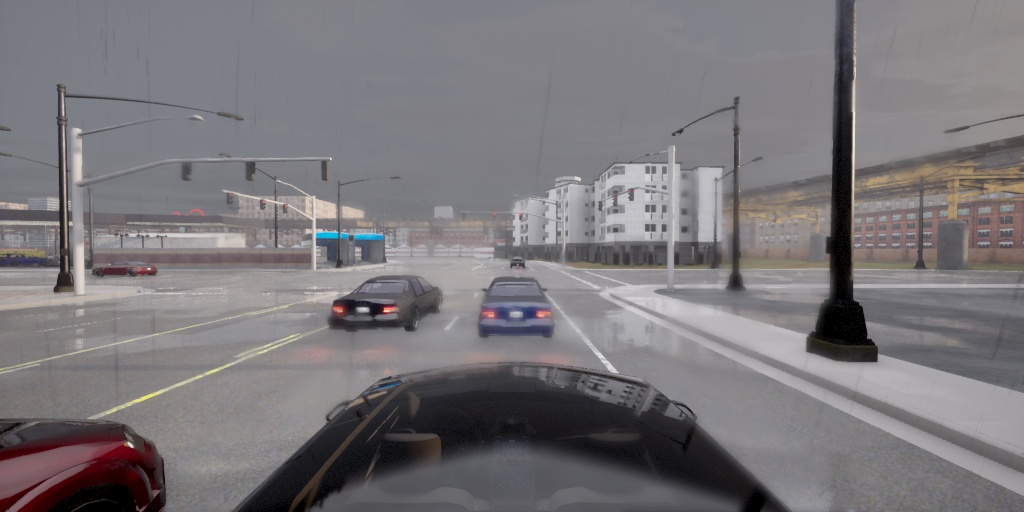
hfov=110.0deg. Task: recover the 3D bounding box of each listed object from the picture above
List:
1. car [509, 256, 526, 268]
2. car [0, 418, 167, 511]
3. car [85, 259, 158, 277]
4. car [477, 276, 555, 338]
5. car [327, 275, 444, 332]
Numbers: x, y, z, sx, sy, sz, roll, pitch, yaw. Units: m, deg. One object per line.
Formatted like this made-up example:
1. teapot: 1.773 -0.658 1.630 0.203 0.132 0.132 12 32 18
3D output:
1. car: 0.708 0.772 46.087 1.837 1.490 4.892 0 1 0
2. car: -3.395 1.314 0.733 1.994 1.385 4.181 0 0 0
3. car: -33.416 1.084 30.983 4.181 1.385 1.994 0 1 -1
4. car: 0.090 1.279 10.128 2.033 1.411 5.357 0 0 0
5. car: -3.406 1.274 10.730 2.033 1.411 5.357 0 0 0
